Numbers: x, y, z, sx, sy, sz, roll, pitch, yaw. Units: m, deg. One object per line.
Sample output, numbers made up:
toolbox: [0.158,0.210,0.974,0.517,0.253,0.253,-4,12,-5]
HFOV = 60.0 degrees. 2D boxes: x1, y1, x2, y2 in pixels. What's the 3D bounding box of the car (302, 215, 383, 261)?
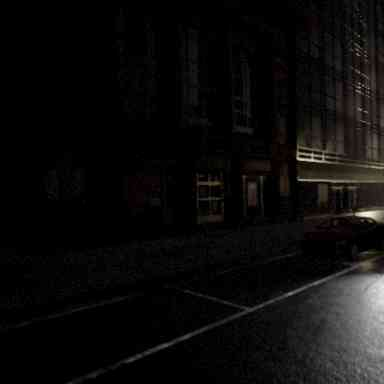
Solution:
car: [5.803,1.572,12.493,4.507,1.381,1.887,-1,-1,-43]
